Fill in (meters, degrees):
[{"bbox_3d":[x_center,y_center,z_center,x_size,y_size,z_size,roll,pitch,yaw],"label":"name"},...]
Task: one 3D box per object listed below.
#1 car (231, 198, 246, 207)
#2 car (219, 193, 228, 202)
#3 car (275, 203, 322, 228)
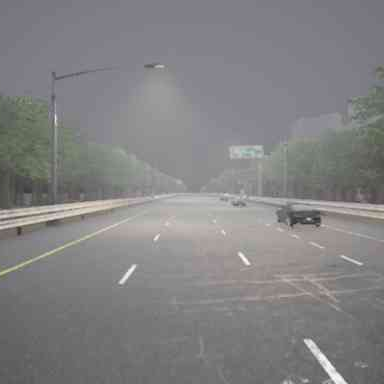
[{"bbox_3d":[7.134,1.594,51.804,1.895,1.301,4.718,0,0,0],"label":"car"},{"bbox_3d":[7.274,1.492,76.777,1.812,1.442,4.674,0,0,0],"label":"car"},{"bbox_3d":[7.023,1.500,22.415,1.882,1.535,5.008,0,0,0],"label":"car"}]
